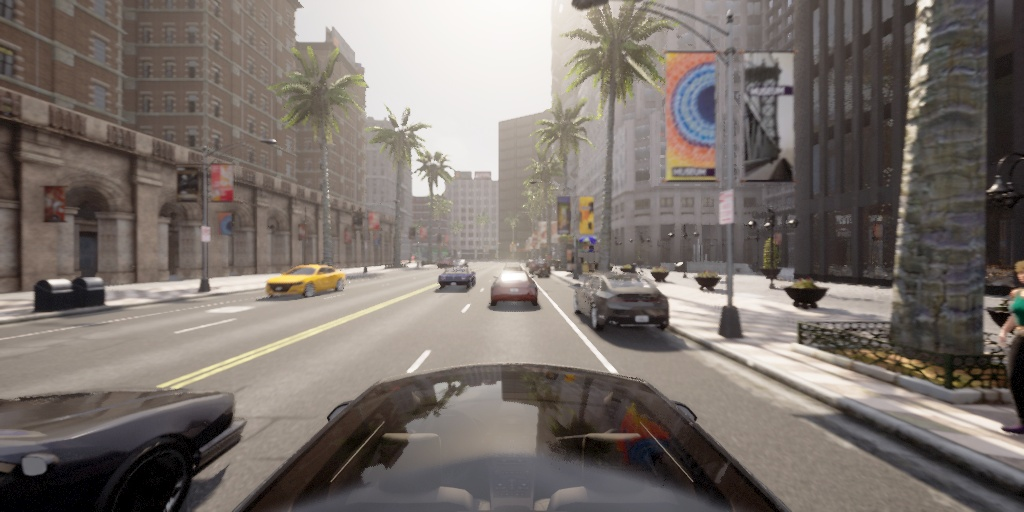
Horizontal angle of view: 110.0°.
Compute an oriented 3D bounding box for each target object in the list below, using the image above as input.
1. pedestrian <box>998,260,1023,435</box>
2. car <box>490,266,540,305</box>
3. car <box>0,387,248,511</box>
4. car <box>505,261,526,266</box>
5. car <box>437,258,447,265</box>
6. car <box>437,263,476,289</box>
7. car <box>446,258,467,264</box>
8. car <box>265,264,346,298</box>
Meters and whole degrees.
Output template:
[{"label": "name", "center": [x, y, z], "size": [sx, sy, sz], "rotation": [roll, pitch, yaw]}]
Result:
[{"label": "pedestrian", "center": [5.313, 0.891, 3.622], "size": [0.375, 1.860, 0.375], "rotation": [0, 0, 0]}, {"label": "car", "center": [0.094, 1.310, 16.003], "size": [1.994, 1.385, 4.181], "rotation": [0, 0, 0]}, {"label": "car", "center": [-3.400, 1.298, 0.851], "size": [2.033, 1.411, 5.357], "rotation": [0, 0, 0]}, {"label": "car", "center": [0.088, 1.342, 35.987], "size": [1.895, 1.301, 4.718], "rotation": [0, 0, 0]}, {"label": "car", "center": [-10.420, 1.089, 56.697], "size": [2.097, 1.767, 4.553], "rotation": [0, 0, 1]}, {"label": "car", "center": [-3.408, 1.345, 23.130], "size": [1.895, 1.301, 4.718], "rotation": [0, 0, 0]}, {"label": "car", "center": [-7.045, 1.229, 48.462], "size": [2.128, 1.511, 4.902], "rotation": [0, 0, 1]}, {"label": "car", "center": [-10.602, 1.224, 18.800], "size": [1.882, 1.535, 5.008], "rotation": [0, 0, 0]}]
